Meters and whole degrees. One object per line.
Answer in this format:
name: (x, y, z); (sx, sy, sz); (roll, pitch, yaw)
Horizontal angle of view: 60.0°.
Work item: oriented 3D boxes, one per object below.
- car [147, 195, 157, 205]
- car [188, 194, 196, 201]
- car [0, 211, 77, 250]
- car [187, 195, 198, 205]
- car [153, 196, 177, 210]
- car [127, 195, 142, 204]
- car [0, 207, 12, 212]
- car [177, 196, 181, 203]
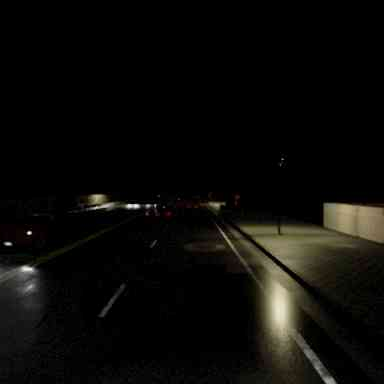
car: (-6.544, 1.329, 56.610); (1.837, 1.490, 4.892); (0, 0, 1)
car: (-0.002, 1.301, 74.320); (1.812, 1.442, 4.674); (0, 0, 0)
car: (-6.601, 1.551, 14.166); (1.895, 1.301, 4.718); (0, 0, 0)
car: (0.098, 1.319, 56.360); (2.128, 1.511, 4.902); (0, 0, 0)
car: (-3.151, 1.472, 40.076); (1.895, 1.301, 4.718); (0, 0, 0)
car: (-9.792, 1.316, 56.982); (2.128, 1.511, 4.902); (0, 0, 1)
car: (-9.849, 1.450, 15.439); (1.837, 1.490, 4.892); (0, 0, 0)
car: (-3.152, 1.405, 64.435); (1.895, 1.301, 4.718); (0, 0, 0)
